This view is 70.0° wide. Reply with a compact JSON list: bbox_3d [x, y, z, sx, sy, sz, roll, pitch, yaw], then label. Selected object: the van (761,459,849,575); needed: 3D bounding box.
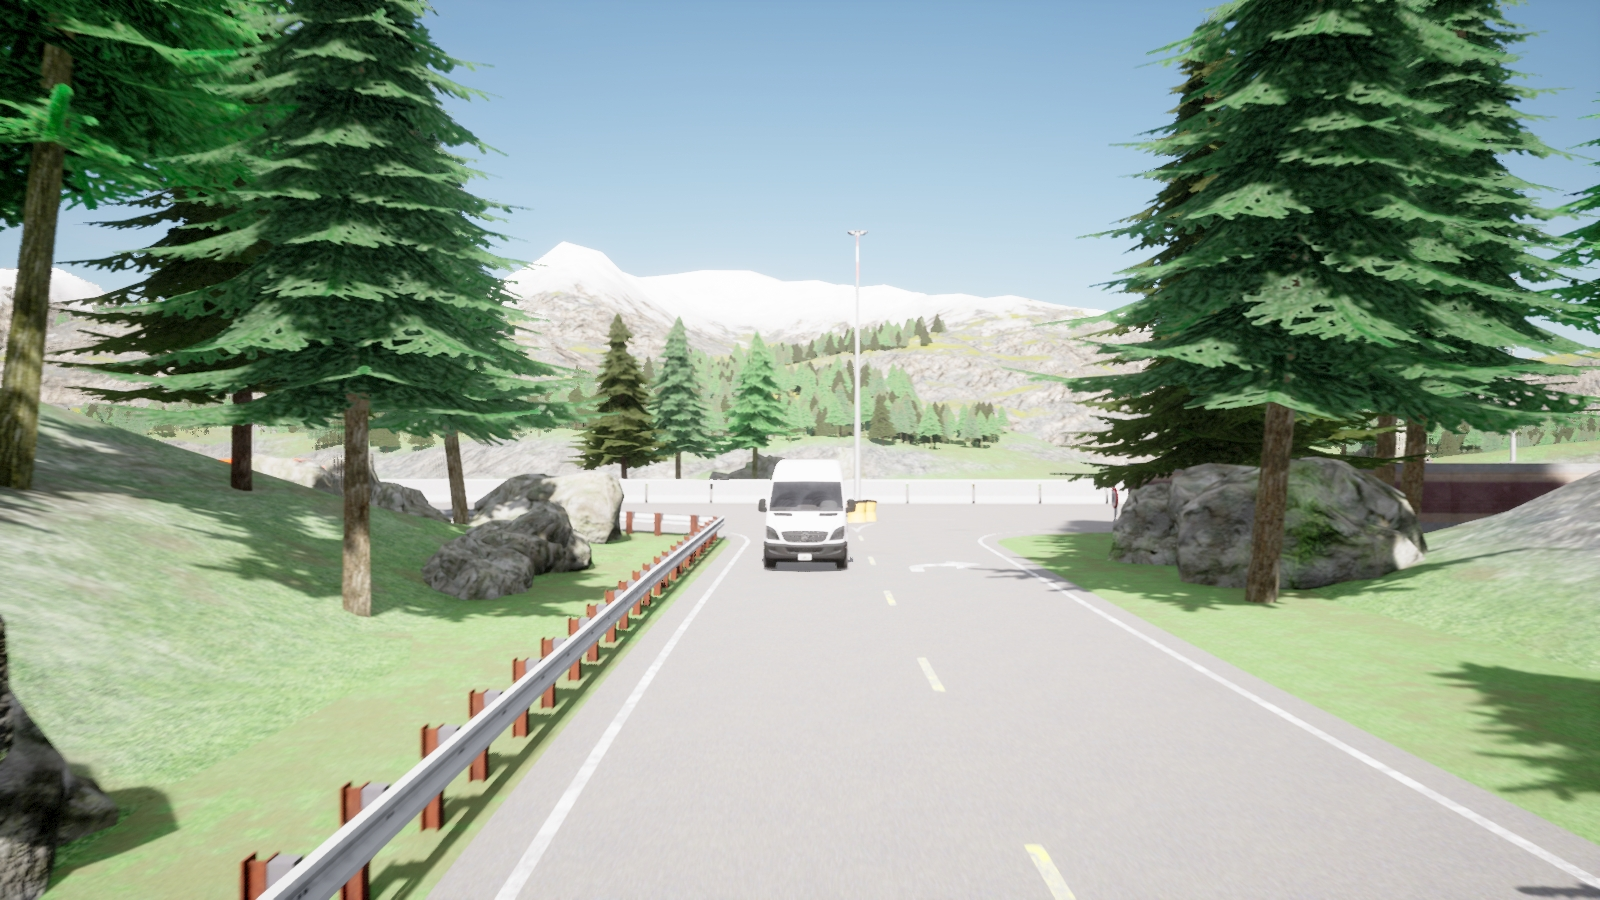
[{"bbox_3d":[0.231,1.528,28.642,1.988,2.561,5.915,0,0,2],"label":"van"}]
